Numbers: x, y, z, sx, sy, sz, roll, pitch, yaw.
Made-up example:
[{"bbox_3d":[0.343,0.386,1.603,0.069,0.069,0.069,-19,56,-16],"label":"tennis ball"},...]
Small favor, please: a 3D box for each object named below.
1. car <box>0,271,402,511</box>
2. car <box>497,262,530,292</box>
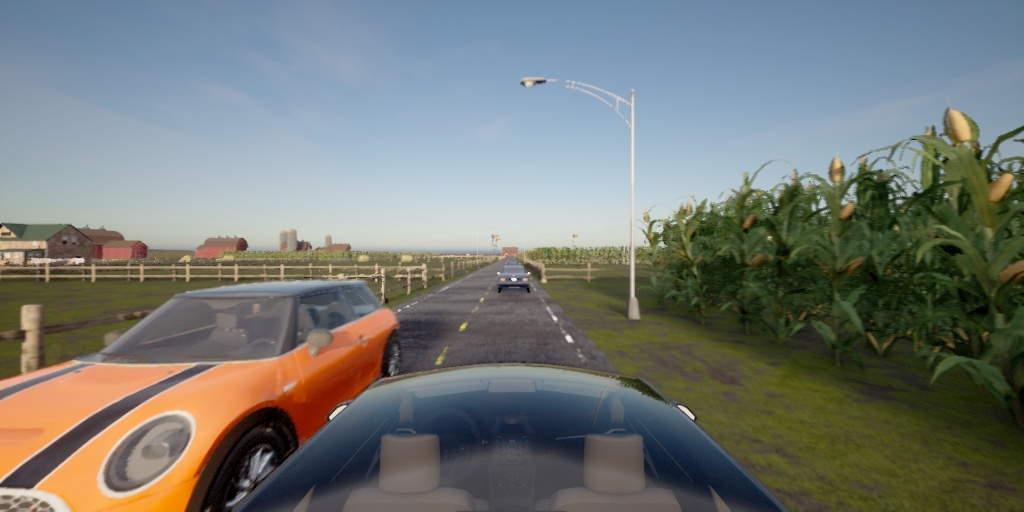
[{"bbox_3d":[-2.832,1.102,3.911,2.097,1.767,4.553,0,0,0],"label":"car"},{"bbox_3d":[0.103,1.297,21.434,2.033,1.411,5.357,0,0,0],"label":"car"}]
